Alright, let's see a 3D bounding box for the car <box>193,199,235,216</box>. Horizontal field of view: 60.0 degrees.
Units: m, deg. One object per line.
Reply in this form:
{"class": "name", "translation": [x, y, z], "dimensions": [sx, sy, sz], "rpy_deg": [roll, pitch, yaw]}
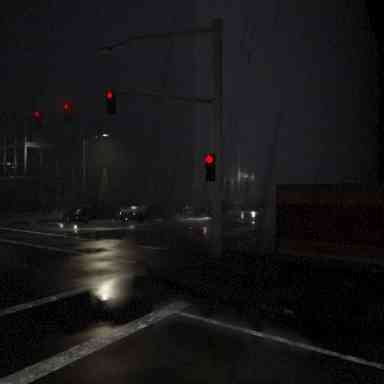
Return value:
{"class": "car", "translation": [2.037, 1.533, 33.678], "dimensions": [1.882, 1.535, 5.008], "rpy_deg": [0, 0, 35]}

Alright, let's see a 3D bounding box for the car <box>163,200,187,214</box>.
{"class": "car", "translation": [-2.426, 1.560, 33.458], "dimensions": [1.837, 1.490, 4.892], "rpy_deg": [0, 0, 36]}

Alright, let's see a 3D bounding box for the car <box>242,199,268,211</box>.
{"class": "car", "translation": [8.008, 1.581, 41.997], "dimensions": [1.812, 1.442, 4.674], "rpy_deg": [0, 0, 36]}

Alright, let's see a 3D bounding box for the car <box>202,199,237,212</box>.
{"class": "car", "translation": [3.529, 1.603, 41.776], "dimensions": [2.033, 1.411, 5.357], "rpy_deg": [0, 0, 35]}

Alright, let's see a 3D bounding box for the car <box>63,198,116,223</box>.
{"class": "car", "translation": [-7.744, 1.407, 26.025], "dimensions": [2.097, 1.767, 4.553], "rpy_deg": [0, 0, 36]}

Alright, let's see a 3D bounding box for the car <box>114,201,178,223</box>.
{"class": "car", "translation": [-3.479, 1.656, 25.975], "dimensions": [1.895, 1.301, 4.718], "rpy_deg": [0, 0, 36]}
